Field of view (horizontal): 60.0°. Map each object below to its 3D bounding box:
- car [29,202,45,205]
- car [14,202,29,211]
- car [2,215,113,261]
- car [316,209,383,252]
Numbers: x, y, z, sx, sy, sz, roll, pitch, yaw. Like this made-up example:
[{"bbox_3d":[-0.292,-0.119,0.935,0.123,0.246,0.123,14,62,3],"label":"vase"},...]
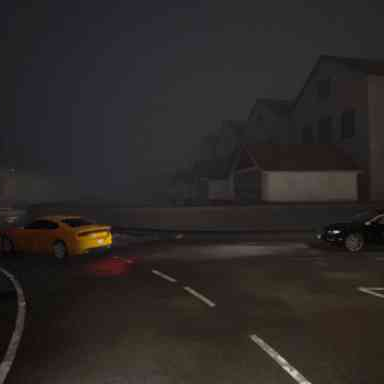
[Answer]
[{"bbox_3d":[-27.075,2.502,59.535,1.812,1.442,4.674,-1,0,-13],"label":"car"},{"bbox_3d":[-30.768,2.536,60.439,1.882,1.535,5.008,-1,-1,-13],"label":"car"},{"bbox_3d":[-5.446,1.683,13.195,5.008,1.535,1.882,-2,0,29],"label":"car"},{"bbox_3d":[7.425,1.432,12.970,4.902,1.511,2.128,-1,0,2],"label":"car"}]
